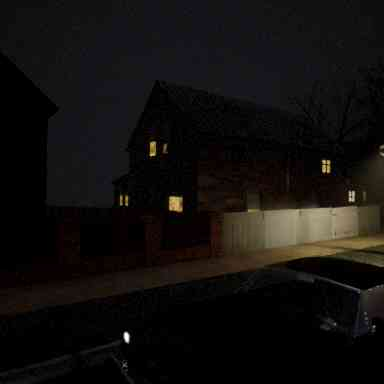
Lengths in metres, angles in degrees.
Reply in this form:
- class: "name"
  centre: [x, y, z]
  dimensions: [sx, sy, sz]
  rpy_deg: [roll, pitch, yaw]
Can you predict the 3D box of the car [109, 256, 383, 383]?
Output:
- class: "car"
  centre: [1.483, 1.602, 4.122]
  dimensions: [4.718, 1.301, 1.895]
  rpy_deg: [0, 0, -35]
